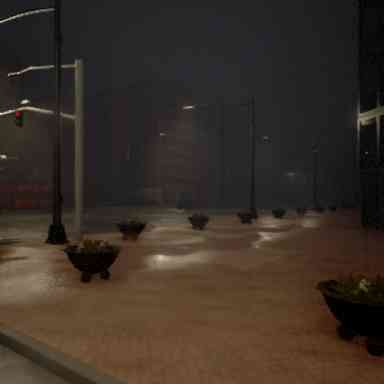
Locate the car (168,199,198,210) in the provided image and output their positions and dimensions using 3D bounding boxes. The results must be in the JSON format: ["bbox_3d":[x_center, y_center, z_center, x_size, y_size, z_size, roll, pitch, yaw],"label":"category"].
[{"bbox_3d":[-0.967,1.854,49.003,1.837,1.490,4.892,0,-1,35],"label":"car"}]

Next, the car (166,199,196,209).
[{"bbox_3d":[-1.668,1.935,54.048,2.033,1.411,5.357,0,-1,36],"label":"car"}]
